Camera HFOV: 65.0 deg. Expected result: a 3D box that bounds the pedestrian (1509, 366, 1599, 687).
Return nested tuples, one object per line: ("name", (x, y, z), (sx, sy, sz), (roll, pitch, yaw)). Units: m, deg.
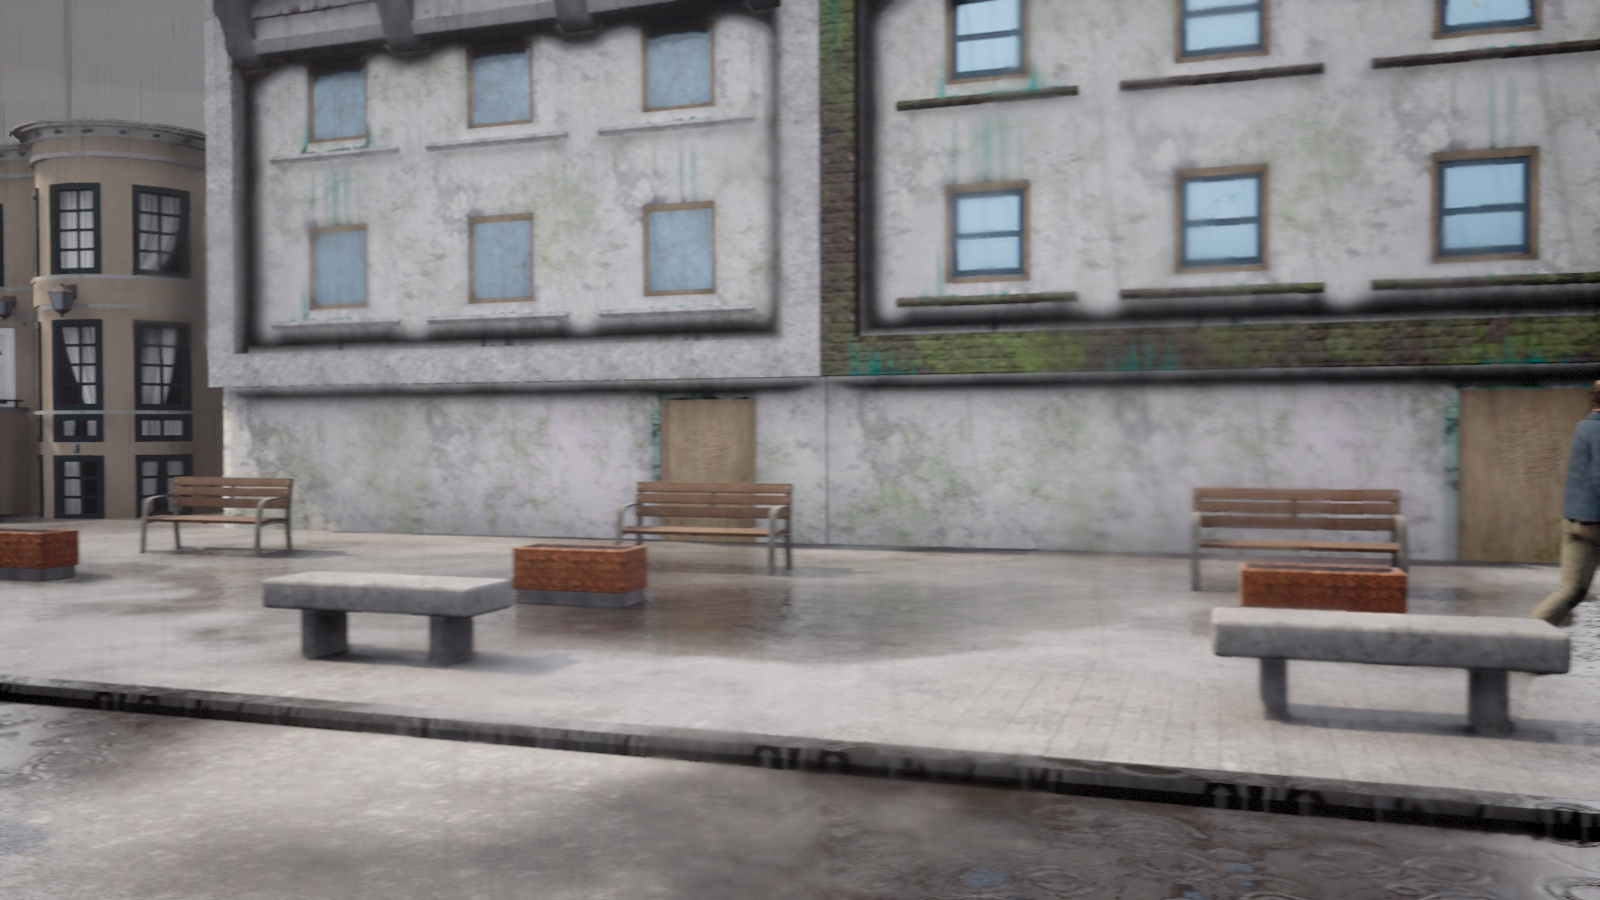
("pedestrian", (4.650, 0.435, 7.384), (0.726, 1.842, 0.402), (0, 1, 12))
